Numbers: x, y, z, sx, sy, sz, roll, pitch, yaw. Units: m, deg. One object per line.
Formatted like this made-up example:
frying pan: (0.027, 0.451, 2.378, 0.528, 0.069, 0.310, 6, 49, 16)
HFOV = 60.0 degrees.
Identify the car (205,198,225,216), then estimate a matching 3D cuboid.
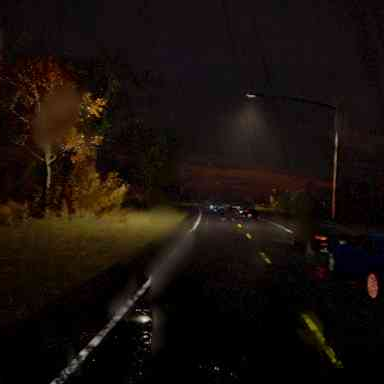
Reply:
car: (2.827, 1.842, 41.883, 2.150, 2.045, 5.566, 3, -1, 2)

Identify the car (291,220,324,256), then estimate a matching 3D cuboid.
car: (5.883, 2.013, 15.205, 1.812, 1.442, 4.674, 3, -1, 5)

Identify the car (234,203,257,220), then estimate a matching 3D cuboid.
car: (6.248, 2.266, 37.844, 1.837, 1.490, 4.892, 3, -1, 2)

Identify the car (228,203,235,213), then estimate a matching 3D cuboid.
car: (6.581, 2.405, 50.326, 2.128, 1.511, 4.902, 3, -1, 0)

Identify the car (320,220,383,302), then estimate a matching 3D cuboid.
car: (5.349, 1.872, 9.196, 1.882, 1.535, 5.008, 3, -1, 6)
